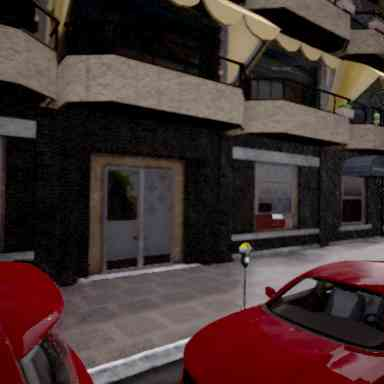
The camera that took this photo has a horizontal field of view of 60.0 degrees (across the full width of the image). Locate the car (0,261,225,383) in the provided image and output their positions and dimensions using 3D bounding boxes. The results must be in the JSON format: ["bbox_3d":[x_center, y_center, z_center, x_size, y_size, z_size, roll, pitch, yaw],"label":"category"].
[{"bbox_3d":[-2.584,1.312,0.578,5.009,1.841,2.192,0,1,-35],"label":"car"}]

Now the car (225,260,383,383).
[{"bbox_3d":[1.954,1.549,3.808,4.507,1.381,1.887,0,1,-35],"label":"car"}]
